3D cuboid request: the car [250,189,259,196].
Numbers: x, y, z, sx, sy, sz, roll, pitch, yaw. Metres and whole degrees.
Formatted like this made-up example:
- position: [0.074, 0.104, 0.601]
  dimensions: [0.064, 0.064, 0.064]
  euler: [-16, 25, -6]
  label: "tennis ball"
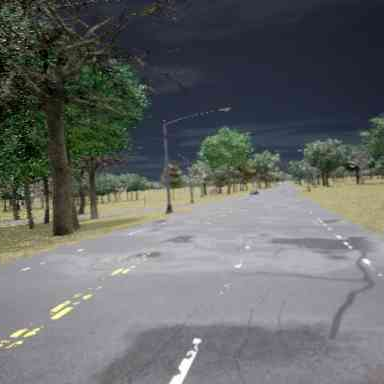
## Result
- position: [15.188, 0.079, 80.767]
  dimensions: [2.033, 1.411, 5.357]
  euler: [-3, 1, 17]
  label: "car"
